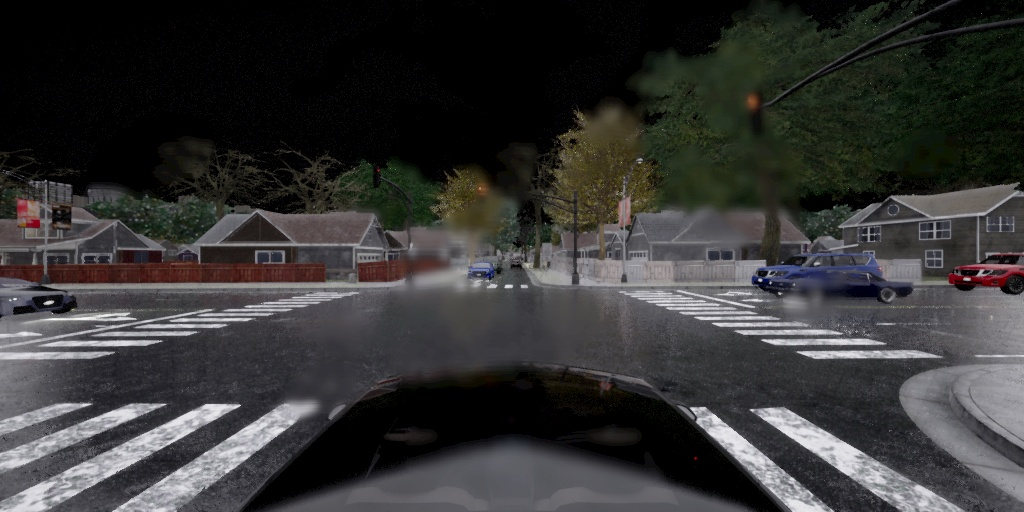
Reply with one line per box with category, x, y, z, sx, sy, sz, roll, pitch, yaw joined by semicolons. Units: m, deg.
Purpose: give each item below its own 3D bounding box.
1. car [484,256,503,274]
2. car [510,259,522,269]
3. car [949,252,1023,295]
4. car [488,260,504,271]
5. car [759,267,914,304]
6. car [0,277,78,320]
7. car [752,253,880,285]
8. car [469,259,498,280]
car;-2.394;0.993;41.637;2.150;2.045;5.566;0;0;1
car;0.690;1.295;59.746;1.837;1.490;4.892;0;0;1
car;25.842;0.811;18.132;5.566;2.045;2.150;0;0;1
car;-2.261;1.330;51.954;2.033;1.411;5.357;0;0;1
car;13.548;1.260;15.079;4.718;1.301;1.895;0;0;1
car;-17.596;1.410;12.128;4.181;1.385;1.994;0;0;1
car;15.476;0.868;18.312;5.566;2.045;2.150;0;0;1
car;-2.589;1.241;31.401;1.882;1.535;5.008;0;0;1
